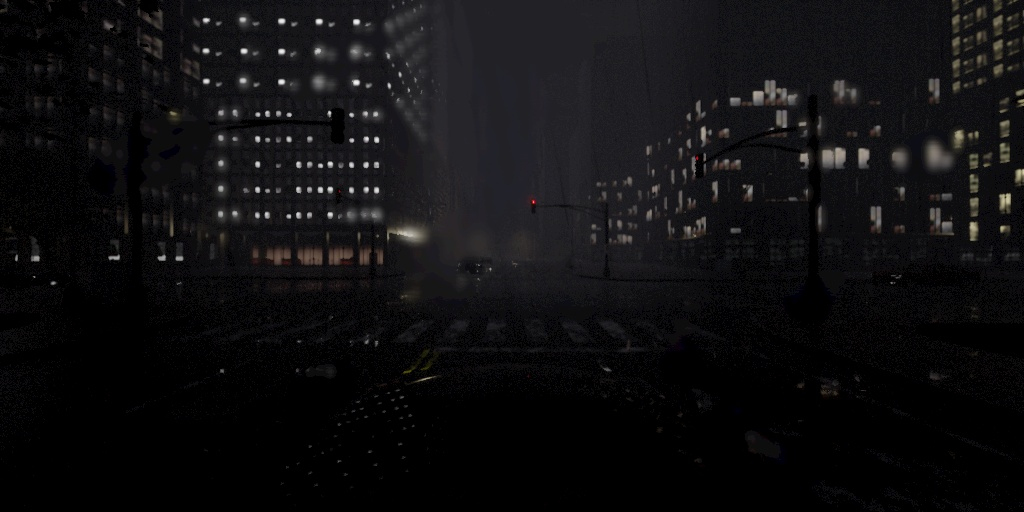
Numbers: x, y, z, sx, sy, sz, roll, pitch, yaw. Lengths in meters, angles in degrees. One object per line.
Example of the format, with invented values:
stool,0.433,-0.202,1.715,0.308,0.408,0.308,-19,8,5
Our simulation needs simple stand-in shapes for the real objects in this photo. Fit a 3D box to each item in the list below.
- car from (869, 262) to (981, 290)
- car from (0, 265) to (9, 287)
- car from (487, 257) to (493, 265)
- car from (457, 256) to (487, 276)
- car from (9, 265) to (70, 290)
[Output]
car,23.791,1.119,20.780,5.008,1.535,1.882,0,0,2
car,-26.297,1.025,16.059,4.892,1.490,1.837,0,0,2
car,-4.123,0.776,58.464,1.895,1.301,4.718,0,1,-1
car,-3.690,0.819,32.687,2.097,1.767,4.553,0,0,-1
car,-26.821,1.139,19.326,4.718,1.301,1.895,0,0,2
